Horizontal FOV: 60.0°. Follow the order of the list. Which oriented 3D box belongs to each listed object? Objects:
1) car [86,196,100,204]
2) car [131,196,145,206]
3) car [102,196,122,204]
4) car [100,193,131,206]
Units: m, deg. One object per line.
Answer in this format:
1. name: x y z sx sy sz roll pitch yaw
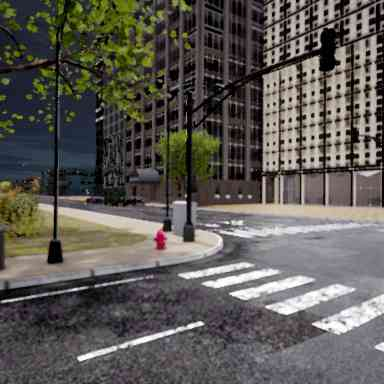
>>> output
1. car: -17.644 1.431 60.130 2.033 1.411 5.357 1 0 -34
2. car: -9.157 1.430 53.268 2.128 1.511 4.902 1 0 -34
3. car: -14.941 1.469 61.934 2.033 1.411 5.357 1 0 -34
4. car: -11.888 1.122 51.539 2.150 2.045 5.566 1 0 -33
